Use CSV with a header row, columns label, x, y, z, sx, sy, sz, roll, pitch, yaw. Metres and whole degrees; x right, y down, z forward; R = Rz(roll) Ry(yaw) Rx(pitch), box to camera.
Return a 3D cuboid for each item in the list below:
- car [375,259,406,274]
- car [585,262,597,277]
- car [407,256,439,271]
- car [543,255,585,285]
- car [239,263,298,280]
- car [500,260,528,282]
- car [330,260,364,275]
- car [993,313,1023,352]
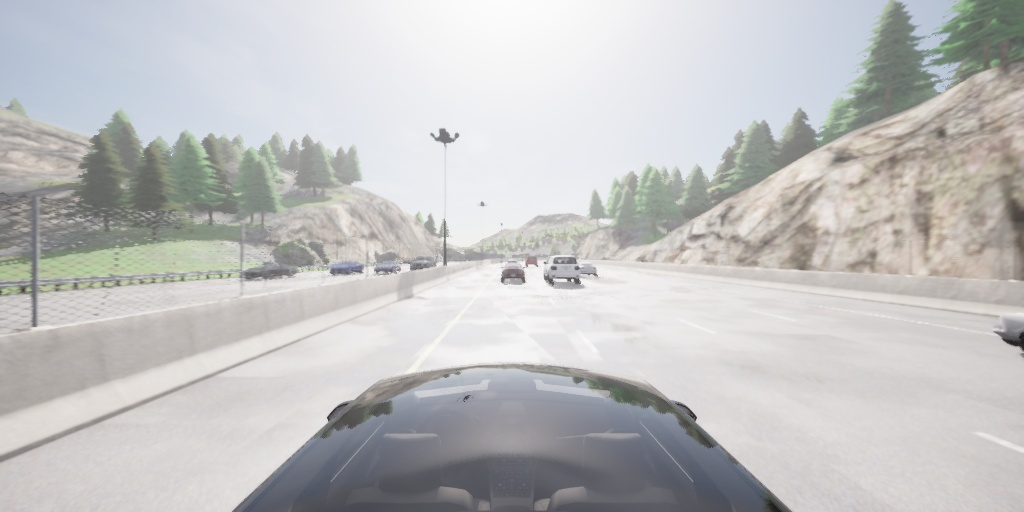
label,x,y,z,sx,sy,sz,roll,pitch,yaw
car,-14.065,1.272,41.022,1.812,1.442,4.674,0,0,1
car,7.089,1.273,35.242,1.812,1.442,4.674,0,0,0
car,-10.565,0.965,43.462,2.150,2.045,5.566,0,0,0
car,3.590,0.970,26.499,2.150,2.045,5.566,0,0,0
car,-21.091,1.295,31.438,2.033,1.411,5.357,0,0,0
car,0.092,1.273,28.771,1.812,1.442,4.674,0,0,0
car,-17.582,1.224,38.403,1.882,1.535,5.008,0,0,0
car,10.646,1.351,5.044,1.895,1.301,4.718,0,0,0
